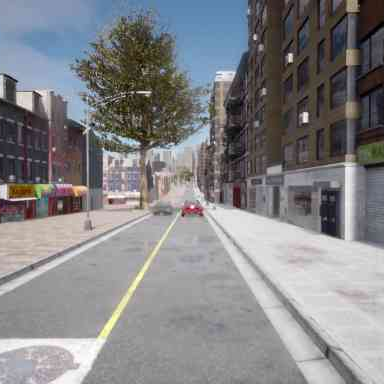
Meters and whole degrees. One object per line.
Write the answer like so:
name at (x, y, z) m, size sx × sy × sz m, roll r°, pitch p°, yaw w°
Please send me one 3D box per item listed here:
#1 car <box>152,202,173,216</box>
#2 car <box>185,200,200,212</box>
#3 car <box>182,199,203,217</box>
car at (-2.915, 1.716, 34.343) m, size 2.033 × 1.411 × 5.357 m, roll 0°, pitch -1°, yaw 0°
car at (0.021, 1.791, 44.118) m, size 1.837 × 1.490 × 4.892 m, roll 0°, pitch -1°, yaw 0°
car at (0.031, 1.518, 33.981) m, size 2.097 × 1.767 × 4.553 m, roll 0°, pitch -1°, yaw 0°
